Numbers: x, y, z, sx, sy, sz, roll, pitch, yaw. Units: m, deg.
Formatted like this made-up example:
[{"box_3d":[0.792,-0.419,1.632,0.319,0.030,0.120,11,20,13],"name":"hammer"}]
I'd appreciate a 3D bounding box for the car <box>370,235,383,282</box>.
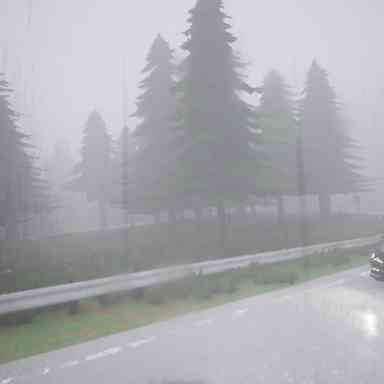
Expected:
[{"box_3d":[6.463,1.510,8.692,4.892,1.490,1.837,0,0,-38],"name":"car"}]
